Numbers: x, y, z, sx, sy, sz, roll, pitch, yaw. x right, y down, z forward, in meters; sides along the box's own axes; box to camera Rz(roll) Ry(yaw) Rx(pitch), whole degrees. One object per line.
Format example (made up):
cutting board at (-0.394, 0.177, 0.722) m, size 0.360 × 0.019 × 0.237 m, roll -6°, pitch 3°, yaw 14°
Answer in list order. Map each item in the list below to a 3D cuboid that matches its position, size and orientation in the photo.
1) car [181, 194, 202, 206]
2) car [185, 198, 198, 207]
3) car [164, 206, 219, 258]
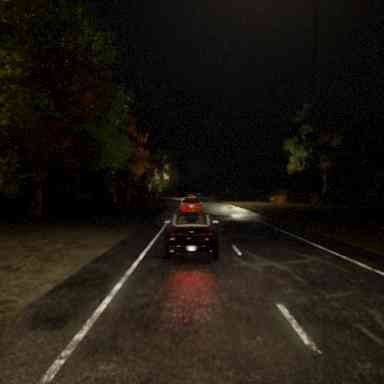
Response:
car at (-0.053, 1.354, 32.731) m, size 2.097 × 1.767 × 4.553 m, roll 0°, pitch 0°, yaw 0°
car at (-0.083, 1.599, 50.733) m, size 1.895 × 1.301 × 4.718 m, roll 0°, pitch 0°, yaw 0°
car at (-0.016, 1.509, 12.807) m, size 1.837 × 1.490 × 4.892 m, roll 0°, pitch 0°, yaw 0°
